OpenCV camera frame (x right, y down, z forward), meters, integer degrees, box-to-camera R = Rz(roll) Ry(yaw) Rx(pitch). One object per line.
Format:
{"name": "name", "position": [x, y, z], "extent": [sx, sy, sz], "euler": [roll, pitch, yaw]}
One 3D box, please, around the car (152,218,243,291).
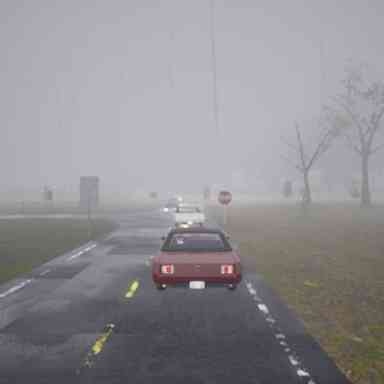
{"name": "car", "position": [0.103, 1.608, 9.012], "extent": [1.895, 1.301, 4.718], "euler": [0, 0, 0]}

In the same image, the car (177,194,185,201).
{"name": "car", "position": [-2.722, 1.317, 80.576], "extent": [1.837, 1.490, 4.892], "euler": [0, 0, 0]}

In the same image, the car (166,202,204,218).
{"name": "car", "position": [-0.469, 1.619, 22.890], "extent": [1.895, 1.301, 4.718], "euler": [0, 0, -9]}

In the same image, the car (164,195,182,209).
{"name": "car", "position": [-2.825, 1.535, 47.188], "extent": [1.837, 1.490, 4.892], "euler": [0, 0, 0]}

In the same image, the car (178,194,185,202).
{"name": "car", "position": [-2.753, 1.513, 65.603], "extent": [1.882, 1.535, 5.008], "euler": [0, 0, 1]}
